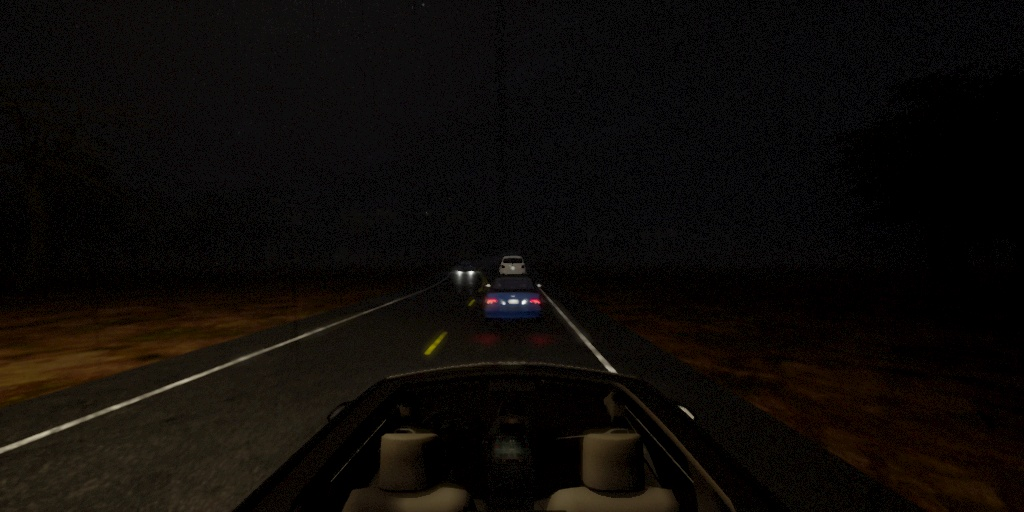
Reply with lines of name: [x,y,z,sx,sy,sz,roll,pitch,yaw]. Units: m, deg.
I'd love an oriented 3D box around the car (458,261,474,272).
car: [-6.276,1.352,48.871,1.812,1.442,4.674,0,0,-6]

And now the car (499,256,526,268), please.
car: [0.082,1.040,31.639,2.150,2.045,5.566,0,0,0]

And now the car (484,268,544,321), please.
car: [0.063,1.323,12.477,2.033,1.411,5.357,0,0,0]
